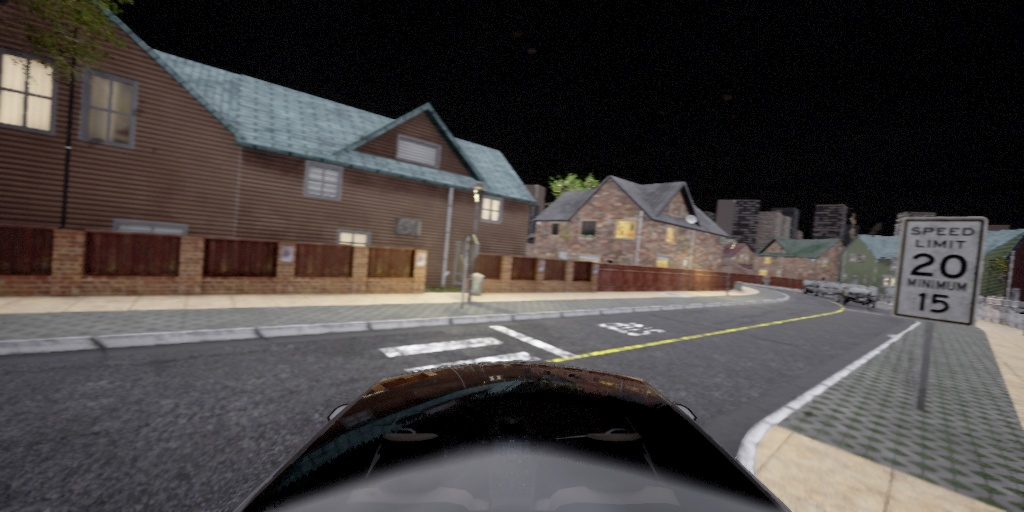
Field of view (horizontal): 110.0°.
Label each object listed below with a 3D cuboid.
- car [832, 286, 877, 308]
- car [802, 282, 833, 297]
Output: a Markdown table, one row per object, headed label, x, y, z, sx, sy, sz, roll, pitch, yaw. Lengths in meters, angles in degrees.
| label | x | y | z | sx | sy | sz | roll | pitch | yaw |
| --- | --- | --- | --- | --- | --- | --- | --- | --- | --- |
| car | 28.567 | 3.323 | 29.833 | 1.882 | 1.535 | 5.008 | 6 | 1 | 35 |
| car | 33.436 | 3.650 | 38.956 | 2.128 | 1.511 | 4.902 | 6 | 1 | 21 |
